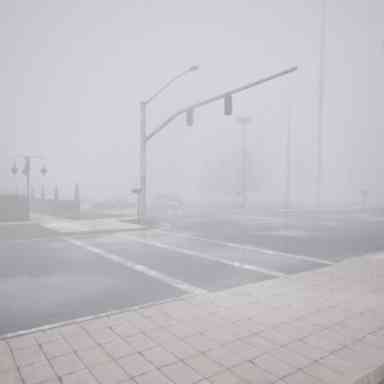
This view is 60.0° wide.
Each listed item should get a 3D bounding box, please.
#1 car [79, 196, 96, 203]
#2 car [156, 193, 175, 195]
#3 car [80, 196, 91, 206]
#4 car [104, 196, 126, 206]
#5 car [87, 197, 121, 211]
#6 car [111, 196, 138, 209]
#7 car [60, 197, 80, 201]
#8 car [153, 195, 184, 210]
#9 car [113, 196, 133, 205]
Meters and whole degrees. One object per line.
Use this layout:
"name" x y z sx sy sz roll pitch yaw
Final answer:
"car" -20.912 1.490 66.652 1.895 1.301 4.718 0 0 -36
"car" -3.420 1.208 48.459 2.150 2.045 5.566 0 0 -36
"car" -17.966 1.494 56.553 1.837 1.490 4.892 0 0 -36
"car" -12.903 1.492 55.531 1.837 1.490 4.892 0 0 -36
"car" -10.875 1.592 40.862 1.895 1.301 4.718 0 0 -36
"car" -9.189 1.537 44.490 2.033 1.411 5.357 0 0 -36
"car" -20.045 1.517 53.452 1.812 1.442 4.674 0 0 -36
"car" -3.328 1.513 42.394 1.812 1.442 4.674 0 0 -36
"car" -12.778 1.490 61.342 1.837 1.490 4.892 0 0 -36
